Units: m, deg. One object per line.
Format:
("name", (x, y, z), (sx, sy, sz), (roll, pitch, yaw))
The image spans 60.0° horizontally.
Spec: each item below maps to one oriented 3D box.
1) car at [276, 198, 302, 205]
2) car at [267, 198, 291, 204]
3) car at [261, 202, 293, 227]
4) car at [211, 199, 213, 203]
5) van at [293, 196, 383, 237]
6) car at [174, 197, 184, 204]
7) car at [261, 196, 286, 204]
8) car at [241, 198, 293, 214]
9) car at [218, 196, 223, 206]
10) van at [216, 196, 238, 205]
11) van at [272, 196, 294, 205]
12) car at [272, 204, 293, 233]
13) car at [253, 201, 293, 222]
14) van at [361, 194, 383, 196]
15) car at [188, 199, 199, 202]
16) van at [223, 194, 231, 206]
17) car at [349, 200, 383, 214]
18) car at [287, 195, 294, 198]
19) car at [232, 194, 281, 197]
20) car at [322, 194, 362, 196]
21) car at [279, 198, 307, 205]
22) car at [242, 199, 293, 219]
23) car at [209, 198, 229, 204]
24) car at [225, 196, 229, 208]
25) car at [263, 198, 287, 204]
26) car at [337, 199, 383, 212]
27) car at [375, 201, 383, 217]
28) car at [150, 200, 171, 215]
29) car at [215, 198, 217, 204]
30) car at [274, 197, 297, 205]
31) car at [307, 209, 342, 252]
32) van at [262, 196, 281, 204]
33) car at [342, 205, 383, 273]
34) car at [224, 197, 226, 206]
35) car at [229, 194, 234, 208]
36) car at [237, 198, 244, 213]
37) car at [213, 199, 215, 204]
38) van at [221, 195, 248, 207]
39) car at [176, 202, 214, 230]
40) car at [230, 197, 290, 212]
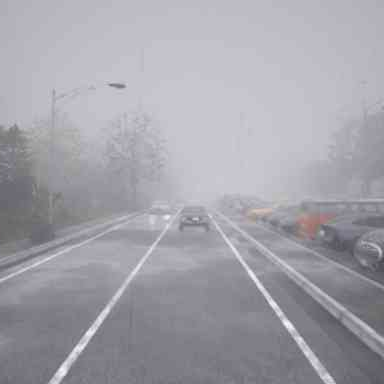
("car", (20.405, 1.970, 70.136), (5.008, 1.535, 2.097), (0, -1, 0))
("car", (20.451, 2.129, 78.320), (4.892, 1.521, 2.231), (0, -1, 0))
("car", (7.013, 1.548, 20.331), (4.792, 1.488, 2.163), (0, 0, 0))
("car", (7.392, 2.113, 75.828), (4.792, 1.488, 2.163), (0, -1, 0))
("van", (7.127, 1.275, 14.779), (4.442, 1.987, 1.878), (0, 0, 0))
("car", (-2.967, 1.860, 75.367), (2.097, 1.767, 4.553), (0, -1, 0))
("car", (20.517, 1.991, 83.860), (5.566, 2.045, 2.435), (0, -1, 0))
("car", (7.097, 1.547, 28.659), (4.892, 1.521, 2.231), (0, 0, 0))
("car", (7.247, 1.366, 50.869), (5.566, 2.045, 2.435), (0, 0, 0))
("van", (7.447, 1.751, 70.282), (4.442, 1.987, 1.878), (0, -1, 0))
("van", (20.558, 1.848, 75.553), (4.442, 1.987, 1.878), (0, -1, 0))
("car", (6.997, 1.539, 17.555), (4.792, 1.488, 2.163), (0, 0, 0))
("car", (7.029, 1.557, 23.107), (4.792, 1.488, 2.163), (0, 0, 0))
("van", (20.318, 1.332, 34.147), (4.442, 1.987, 1.878), (0, 0, 0))
("car", (0.221, 1.641, 42.360), (1.812, 1.442, 4.674), (0, 0, 0))
("van", (7.086, 1.382, 48.094), (4.442, 1.987, 1.878), (0, 0, 0))
("car", (20.215, 1.607, 36.791), (4.674, 1.452, 2.002), (0, 0, 0))
("car", (20.161, 1.751, 58.931), (5.366, 1.575, 1.946), (0, -1, 0))
("car", (7.107, 1.447, 36.988), (4.553, 1.767, 2.185), (0, 0, 0))
("car", (20.222, 1.333, 42.458), (5.566, 2.045, 2.435), (0, 0, 0))
("car", (20.388, 1.914, 67.240), (5.008, 1.535, 2.097), (0, -1, 0))
("car", (6.889, 1.534, 25.885), (5.366, 1.575, 1.946), (0, 0, 0))
("car", (7.258, 2.397, 89.692), (5.366, 1.575, 1.946), (0, -1, 0))
("car", (7.165, 1.590, 42.540), (5.008, 1.535, 2.097), (0, 0, 0))
("car", (20.288, 2.180, 81.088), (5.366, 1.575, 1.946), (0, -1, 0))
("car", (20.228, 1.575, 39.562), (5.008, 1.535, 2.097), (0, 0, 0))
("car", (20.189, 1.589, 31.376), (4.674, 1.452, 2.002), (0, 0, 0))
("car", (-3.256, 1.594, 34.728), (1.812, 1.442, 4.674), (0, 0, 0))
("car", (7.253, 1.845, 61.952), (4.792, 1.488, 2.163), (0, -1, 0))
("car", (20.394, 1.895, 72.783), (4.553, 1.767, 2.185), (0, -1, 0))
("car", (7.023, 1.521, 12.002), (4.792, 1.488, 2.163), (0, 0, 0))
("van", (20.624, 2.089, 86.750), (4.442, 1.987, 1.878), (0, -1, 0))
("car", (7.009, 1.360, 9.229), (4.553, 1.767, 2.185), (0, 0, 0))
("car", (7.189, 1.639, 45.316), (4.674, 1.452, 2.002), (0, 0, 0))
("car", (7.123, 1.456, 39.764), (4.553, 1.767, 2.185), (0, 0, 0))
("car", (7.100, 1.555, 31.436), (4.892, 1.521, 2.231), (0, 0, 0))
("car", (7.320, 1.923, 67.503), (5.008, 1.535, 2.097), (0, -1, 0))
("van", (7.134, 1.483, 56.405), (4.442, 1.987, 1.878), (0, -1, 0))
("car", (0.134, 1.574, 21.338), (2.033, 1.411, 5.357), (0, 0, 0))
("car", (6.937, 1.560, 34.213), (5.366, 1.575, 1.946), (0, 0, 0))
